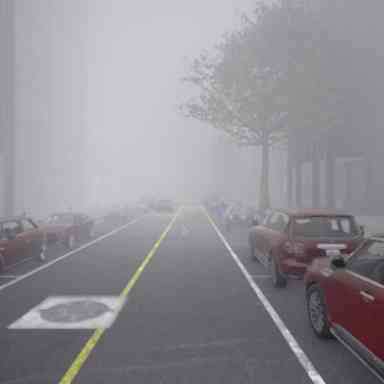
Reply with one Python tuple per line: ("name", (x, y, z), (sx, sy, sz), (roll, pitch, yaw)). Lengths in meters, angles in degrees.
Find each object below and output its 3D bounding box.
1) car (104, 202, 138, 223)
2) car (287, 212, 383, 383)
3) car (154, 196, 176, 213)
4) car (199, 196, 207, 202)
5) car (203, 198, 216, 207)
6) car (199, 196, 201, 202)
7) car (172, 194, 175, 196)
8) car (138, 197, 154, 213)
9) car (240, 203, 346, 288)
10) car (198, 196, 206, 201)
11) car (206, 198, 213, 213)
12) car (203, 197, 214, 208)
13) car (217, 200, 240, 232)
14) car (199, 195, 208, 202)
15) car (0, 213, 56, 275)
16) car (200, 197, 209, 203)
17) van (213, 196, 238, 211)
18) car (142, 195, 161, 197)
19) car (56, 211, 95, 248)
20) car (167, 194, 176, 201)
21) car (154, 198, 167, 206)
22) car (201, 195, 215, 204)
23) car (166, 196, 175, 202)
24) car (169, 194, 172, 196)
("car", (-5.668, 1.625, 26.105), (1.802, 1.307, 4.206), (0, 0, 0))
("car", (2.859, 1.319, 3.536), (2.192, 1.841, 5.009), (0, 0, 0))
("car", (-3.002, 1.544, 37.867), (1.882, 1.535, 5.008), (0, 0, 0))
("car", (2.850, 1.846, 88.127), (1.802, 1.307, 4.206), (0, 0, 0))
("car", (2.854, 1.668, 54.291), (1.887, 1.381, 4.507), (0, 0, 0))
("car", (2.852, 1.731, 65.569), (1.947, 1.339, 4.313), (0, 0, 0))
("car", (-5.675, 1.806, 82.492), (1.947, 1.339, 4.313), (0, 0, 0))
("car", (-5.670, 1.592, 37.212), (1.752, 1.417, 4.829), (0, 0, 0))
("car", (2.859, 1.327, 9.175), (2.192, 1.841, 5.009), (0, 0, 0))
("car", (2.849, 1.858, 93.766), (1.947, 1.339, 4.313), (0, 0, 0))
("car", (2.855, 1.645, 37.373), (1.802, 1.307, 4.206), (0, 0, 0))
("car", (2.854, 1.648, 43.011), (1.947, 1.339, 4.313), (0, 0, 0))
("car", (2.858, 1.471, 20.454), (1.967, 1.590, 4.097), (0, 0, 0))
("car", (2.850, 1.676, 82.489), (1.967, 1.590, 4.097), (0, 0, 0))
("car", (-5.667, 1.456, 9.188), (1.967, 1.590, 4.097), (0, 0, 0))
("car", (2.851, 1.793, 76.848), (1.802, 1.307, 4.206), (0, 0, 0))
("van", (2.857, 1.381, 26.094), (1.690, 1.788, 3.998), (0, 0, 0))
("car", (-5.671, 1.401, 43.021), (2.192, 1.841, 5.009), (0, 0, 0))
("car", (-5.667, 1.570, 14.827), (1.887, 1.381, 4.507), (0, 0, 0))
("car", (-5.677, 1.611, 93.769), (2.192, 1.841, 5.009), (0, 0, 0))
("car", (-5.672, 1.713, 59.937), (1.947, 1.339, 4.313), (0, 0, 0))
("car", (2.854, 1.418, 48.652), (2.192, 1.841, 5.009), (0, 0, 0))
("car", (-5.676, 1.833, 88.130), (1.947, 1.339, 4.313), (0, 0, 0))
("car", (-5.673, 1.484, 65.576), (2.192, 1.841, 5.009), (0, 0, 0))
